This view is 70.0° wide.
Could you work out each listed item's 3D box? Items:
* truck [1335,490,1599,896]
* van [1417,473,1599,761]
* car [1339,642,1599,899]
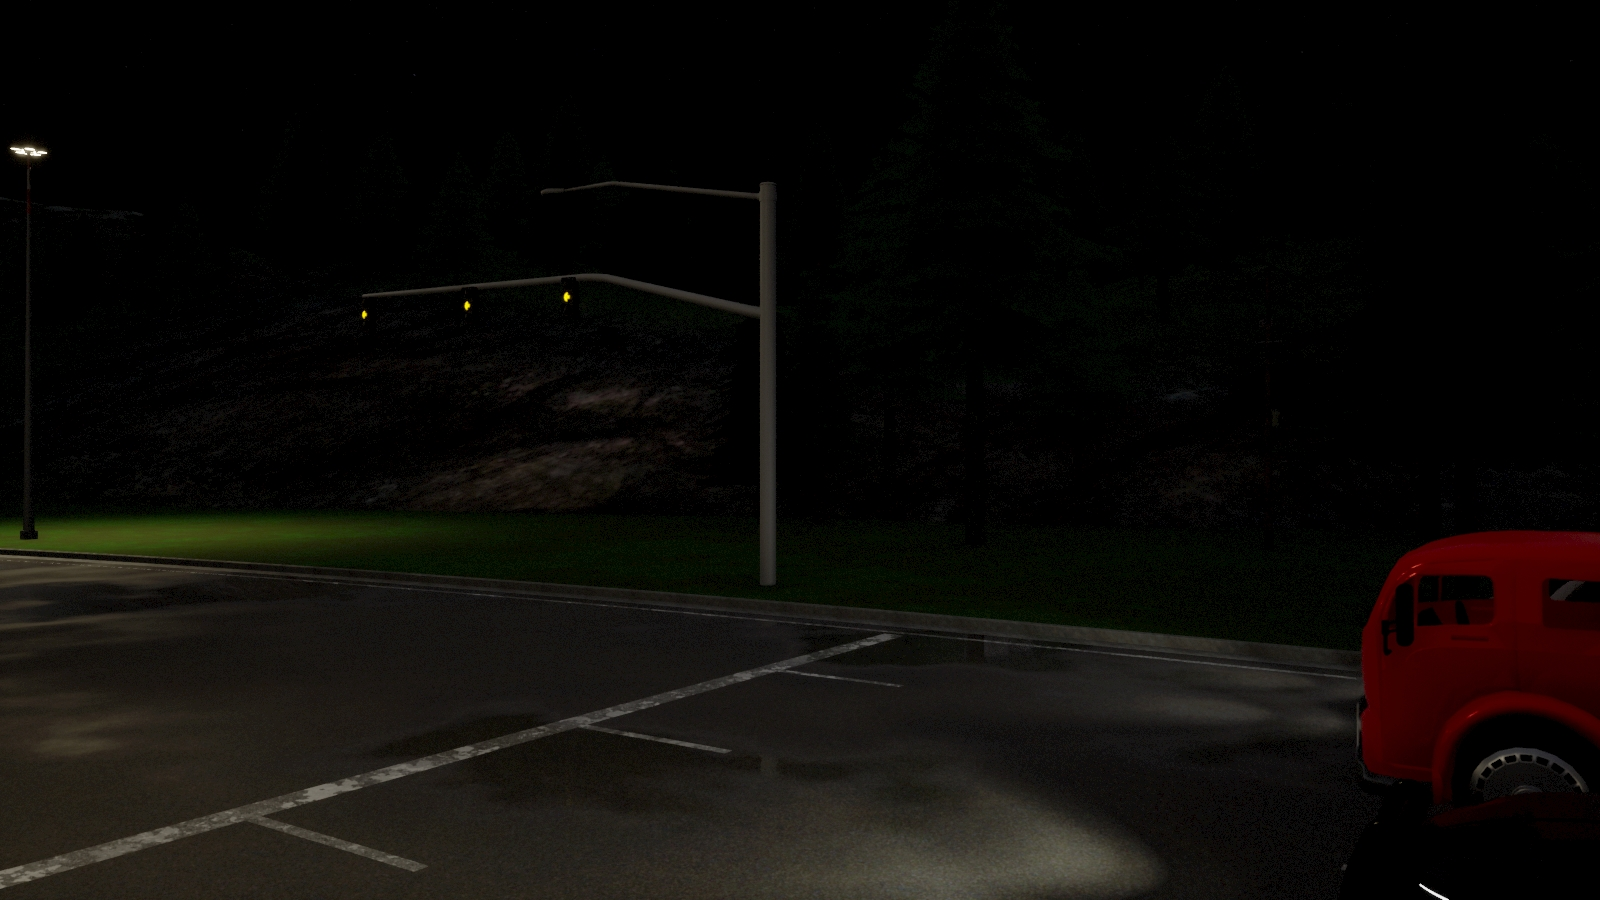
[{"bbox_3d":[6.674,1.558,7.664,5.204,2.467,2.627,-1,-1,34],"label":"truck"},{"bbox_3d":[9.028,1.534,10.264,5.915,2.561,1.988,0,0,36],"label":"van"},{"bbox_3d":[5.200,1.982,4.552,5.238,1.638,2.097,0,0,35],"label":"car"}]
